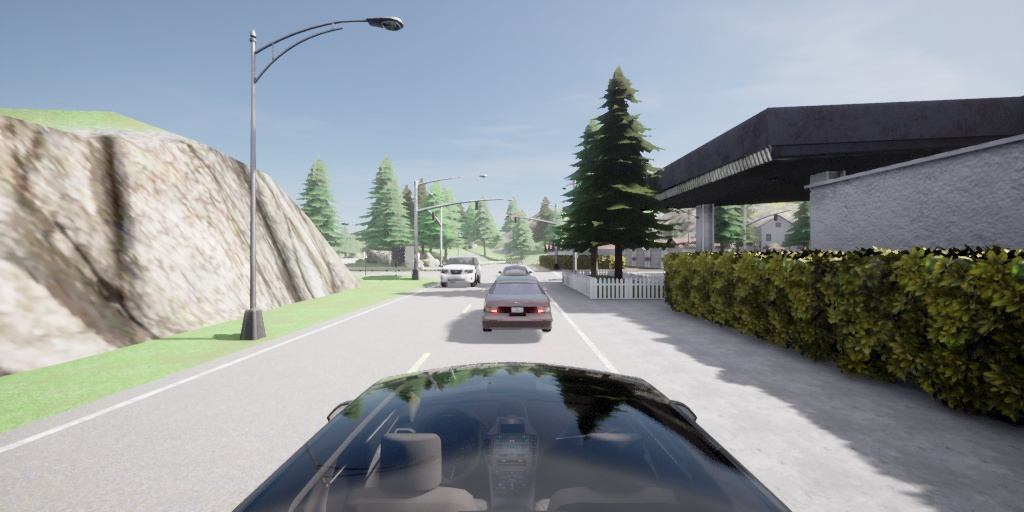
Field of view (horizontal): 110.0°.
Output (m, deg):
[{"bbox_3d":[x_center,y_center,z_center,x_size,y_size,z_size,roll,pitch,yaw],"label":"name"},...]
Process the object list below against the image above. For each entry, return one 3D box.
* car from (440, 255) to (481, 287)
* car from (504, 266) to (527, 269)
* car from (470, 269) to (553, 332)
[{"bbox_3d":[-3.397,0.968,24.583,2.150,2.045,5.566,0,0,0],"label":"car"},{"bbox_3d":[0.187,1.276,20.411,1.812,1.442,4.674,0,0,0],"label":"car"},{"bbox_3d":[0.139,1.297,10.825,2.033,1.411,5.357,0,0,0],"label":"car"}]
